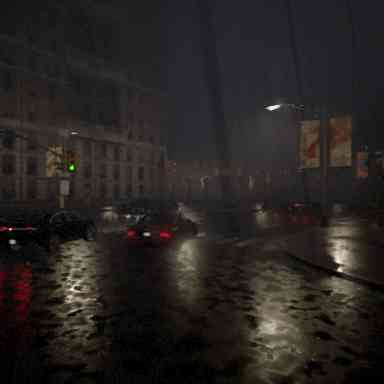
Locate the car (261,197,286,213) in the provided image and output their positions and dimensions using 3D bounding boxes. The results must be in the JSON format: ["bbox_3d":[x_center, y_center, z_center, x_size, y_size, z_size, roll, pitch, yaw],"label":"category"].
[{"bbox_3d":[9.442,1.331,37.014,2.097,1.767,4.553,0,0,35],"label":"car"}]

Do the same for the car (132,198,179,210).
[{"bbox_3d":[-3.268,1.472,33.119,1.837,1.490,4.892,0,0,36],"label":"car"}]

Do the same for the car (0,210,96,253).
[{"bbox_3d":[-5.661,1.473,13.677,2.128,1.511,4.902,0,0,10],"label":"car"}]

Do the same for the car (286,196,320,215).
[{"bbox_3d":[11.772,1.476,34.224,2.128,1.511,4.902,0,0,34],"label":"car"}]

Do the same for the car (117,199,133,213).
[{"bbox_3d":[-5.766,1.439,35.660,1.882,1.535,5.008,0,0,35],"label":"car"}]

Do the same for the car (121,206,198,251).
[{"bbox_3d":[-1.070,1.534,14.105,2.033,1.411,5.357,0,0,11],"label":"car"}]
